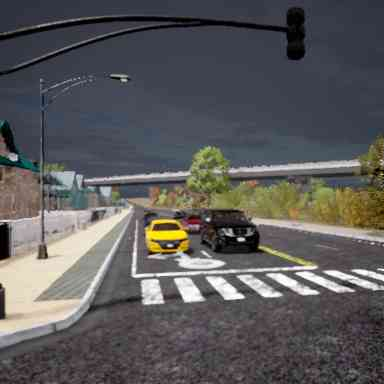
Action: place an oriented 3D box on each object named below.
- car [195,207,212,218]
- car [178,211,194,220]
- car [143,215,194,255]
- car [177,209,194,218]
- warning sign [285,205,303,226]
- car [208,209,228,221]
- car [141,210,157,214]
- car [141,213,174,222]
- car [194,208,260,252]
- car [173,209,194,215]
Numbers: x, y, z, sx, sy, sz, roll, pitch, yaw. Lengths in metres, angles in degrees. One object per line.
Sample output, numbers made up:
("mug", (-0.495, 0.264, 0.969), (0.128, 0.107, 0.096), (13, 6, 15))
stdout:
("car", (2.030, 3.518, 58.190), (2.097, 1.767, 4.553), (0, -2, -9))
("car", (0.269, 2.598, 27.541), (1.812, 1.442, 4.674), (0, -2, -9))
("car", (-1.366, 2.201, 17.192), (1.882, 1.535, 5.008), (0, -2, -9))
("car", (-1.182, 3.684, 57.699), (2.128, 1.511, 4.902), (0, -2, -9))
("warning sign", (9.372, 2.174, 30.592), (1.300, 1.860, 1.060), (1, -1, -9))
("car", (3.679, 3.270, 47.922), (1.837, 1.490, 4.892), (0, -2, -9))
("car", (-4.358, 2.968, 36.033), (1.812, 1.442, 4.674), (0, -2, -9))
("car", (-2.782, 2.625, 26.059), (1.994, 1.385, 4.181), (0, -2, -9))
("car", (1.807, 1.927, 17.918), (2.150, 2.045, 5.566), (0, -2, -9))
("car", (-1.300, 2.960, 37.550), (1.837, 1.490, 4.892), (0, -2, -9))
